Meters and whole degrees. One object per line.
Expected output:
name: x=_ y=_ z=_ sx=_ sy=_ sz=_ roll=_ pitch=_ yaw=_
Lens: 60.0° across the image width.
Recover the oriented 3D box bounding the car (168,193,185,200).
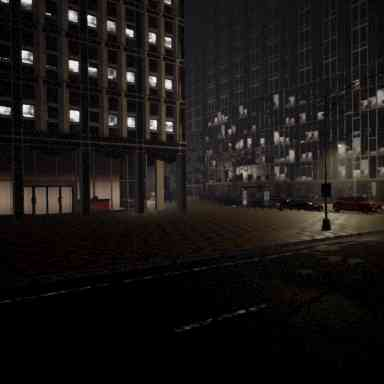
car: x=-3.377 y=0.935 z=73.842 sx=1.802 sy=1.307 sz=4.206 roll=0 pitch=1 yaw=-34

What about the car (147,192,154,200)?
car: x=-10.285 y=1.039 z=69.098 sx=2.008 sy=1.369 sz=4.403 roll=0 pitch=1 yaw=-34

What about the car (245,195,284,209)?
car: x=8.928 y=1.388 z=40.927 sx=1.802 sy=1.307 sz=4.206 roll=0 pitch=1 yaw=-34

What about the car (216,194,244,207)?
car: x=5.759 y=1.319 z=45.644 sx=1.947 sy=1.339 sz=4.313 roll=0 pitch=1 yaw=-34

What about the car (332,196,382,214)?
car: x=16.892 y=1.206 z=34.084 sx=2.097 sy=1.767 sz=4.553 roll=-1 pitch=1 yaw=-35

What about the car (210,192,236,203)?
car: x=5.438 y=1.175 z=50.783 sx=1.837 sy=1.490 sz=4.892 roll=-1 pitch=1 yaw=-34

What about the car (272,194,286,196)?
car: x=11.296 y=1.117 z=42.234 sx=2.097 sy=1.767 sz=4.553 roll=-1 pitch=1 yaw=-34

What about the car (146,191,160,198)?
car: x=-9.813 y=0.686 z=83.209 sx=1.967 sy=1.590 sz=4.097 roll=0 pitch=1 yaw=-34

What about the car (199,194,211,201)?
car: x=3.059 y=1.043 z=64.471 sx=1.802 sy=1.307 sz=4.206 roll=0 pitch=1 yaw=-34

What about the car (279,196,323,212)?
car: x=12.132 y=1.423 z=36.230 sx=1.947 sy=1.339 sz=4.313 roll=0 pitch=1 yaw=-34

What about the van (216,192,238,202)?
van: x=6.276 y=0.855 z=59.783 sx=1.690 sy=1.788 sz=3.998 roll=0 pitch=1 yaw=-34

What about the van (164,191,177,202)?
van: x=-3.849 y=0.937 z=59.725 sx=1.690 sy=1.788 sz=3.998 roll=0 pitch=1 yaw=-34
